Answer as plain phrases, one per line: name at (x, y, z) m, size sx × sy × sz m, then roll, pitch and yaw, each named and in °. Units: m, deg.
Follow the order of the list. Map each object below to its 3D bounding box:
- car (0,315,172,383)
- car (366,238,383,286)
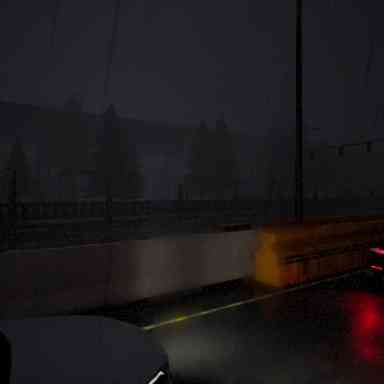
car at (-2.302, 1.526, 2.107) m, size 4.674 × 1.442 × 1.812 m, roll 0°, pitch 0°, yaw -36°
car at (6.202, 1.491, 8.175) m, size 4.902 × 1.511 × 2.128 m, roll 0°, pitch 0°, yaw -36°
